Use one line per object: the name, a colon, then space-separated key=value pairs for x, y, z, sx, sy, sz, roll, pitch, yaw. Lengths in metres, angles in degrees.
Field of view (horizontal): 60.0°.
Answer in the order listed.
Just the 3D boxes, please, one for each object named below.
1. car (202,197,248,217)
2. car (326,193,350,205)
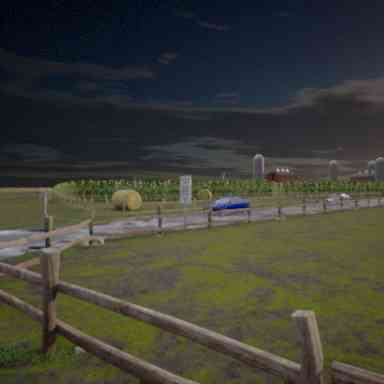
car: x=2.987 y=1.169 z=28.328 sx=5.008 sy=1.535 sz=1.882 roll=-1 pitch=1 yaw=-44
car: x=19.204 y=0.921 z=43.980 sx=4.902 sy=1.511 sz=2.128 roll=-1 pitch=1 yaw=-44
